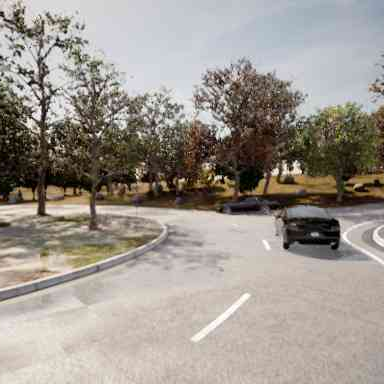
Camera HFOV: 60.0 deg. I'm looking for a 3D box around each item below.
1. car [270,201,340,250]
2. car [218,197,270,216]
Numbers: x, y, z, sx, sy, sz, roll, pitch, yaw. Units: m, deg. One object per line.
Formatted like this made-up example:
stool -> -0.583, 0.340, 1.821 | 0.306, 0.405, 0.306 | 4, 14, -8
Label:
car -> 4.415, 1.258, 13.358 | 1.882, 1.535, 5.008 | 0, 0, 9
car -> 4.444, 1.097, 26.102 | 4.718, 1.301, 1.895 | -4, -1, 18
